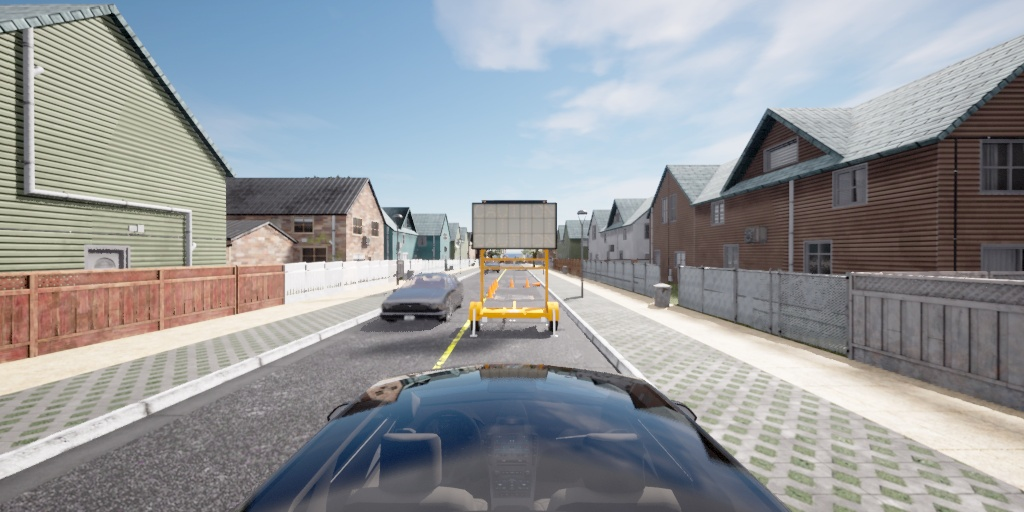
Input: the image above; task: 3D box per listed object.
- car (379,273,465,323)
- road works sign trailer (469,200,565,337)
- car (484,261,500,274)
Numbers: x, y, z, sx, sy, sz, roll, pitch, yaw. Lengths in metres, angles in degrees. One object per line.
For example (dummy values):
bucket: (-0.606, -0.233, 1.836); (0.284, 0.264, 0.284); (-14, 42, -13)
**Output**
car: (-2.774, 1.300, 12.407); (2.033, 1.411, 5.357); (0, 0, 0)
road works sign trailer: (0.069, 0.216, 10.264); (2.380, 3.560, 2.880); (0, 0, 1)
car: (-2.460, 1.337, 43.249); (2.128, 1.511, 4.902); (0, 0, 0)
